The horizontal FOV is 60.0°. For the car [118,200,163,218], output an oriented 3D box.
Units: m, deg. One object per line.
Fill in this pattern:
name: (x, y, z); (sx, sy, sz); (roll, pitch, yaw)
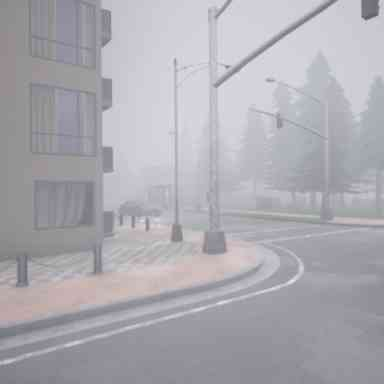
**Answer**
car: (-4.531, 1.400, 28.426); (2.033, 1.411, 5.357); (-1, 0, -35)
